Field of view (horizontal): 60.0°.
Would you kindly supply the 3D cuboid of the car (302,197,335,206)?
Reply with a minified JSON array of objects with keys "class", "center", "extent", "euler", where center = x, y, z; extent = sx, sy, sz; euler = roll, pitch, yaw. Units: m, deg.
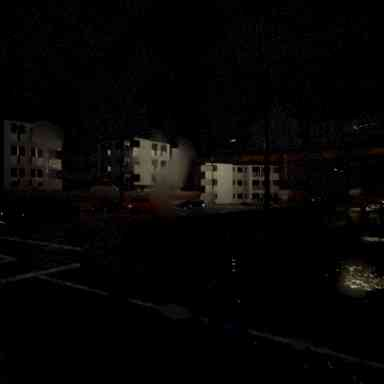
[{"class":"car","center":[18.141,1.554,47.759],"extent":[4.892,1.490,1.837],"euler":[0,0,-18]}]

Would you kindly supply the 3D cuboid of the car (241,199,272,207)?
[{"class":"car","center":[10.129,1.685,52.287],"extent":[4.718,1.301,1.895],"euler":[0,0,-26]}]

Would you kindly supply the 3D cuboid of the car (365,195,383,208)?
[{"class":"car","center":[28.113,1.371,48.514],"extent":[4.553,1.767,2.097],"euler":[0,0,5]}]

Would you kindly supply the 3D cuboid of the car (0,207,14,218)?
[{"class":"car","center":[-14.933,1.620,30.686],"extent":[1.837,1.490,4.892],"euler":[0,0,37]}]

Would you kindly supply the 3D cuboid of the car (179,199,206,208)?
[{"class":"car","center":[0.070,1.673,49.318],"extent":[4.181,1.385,1.994],"euler":[0,0,-43]}]

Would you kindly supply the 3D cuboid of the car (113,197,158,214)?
[{"class":"car","center":[-5.938,1.452,36.710],"extent":[2.097,1.767,4.553],"euler":[0,0,38]}]

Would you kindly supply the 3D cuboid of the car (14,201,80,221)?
[{"class":"car","center":[-12.079,1.593,28.663],"extent":[2.128,1.511,4.902],"euler":[0,0,37]}]

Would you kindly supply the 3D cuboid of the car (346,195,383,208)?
[{"class":"car","center":[23.394,1.378,45.004],"extent":[4.553,1.767,2.097],"euler":[0,0,-8]}]

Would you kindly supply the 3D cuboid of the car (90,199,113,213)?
[{"class":"car","center":[-9.297,1.605,38.098],"extent":[2.128,1.511,4.902],"euler":[0,0,38]}]
